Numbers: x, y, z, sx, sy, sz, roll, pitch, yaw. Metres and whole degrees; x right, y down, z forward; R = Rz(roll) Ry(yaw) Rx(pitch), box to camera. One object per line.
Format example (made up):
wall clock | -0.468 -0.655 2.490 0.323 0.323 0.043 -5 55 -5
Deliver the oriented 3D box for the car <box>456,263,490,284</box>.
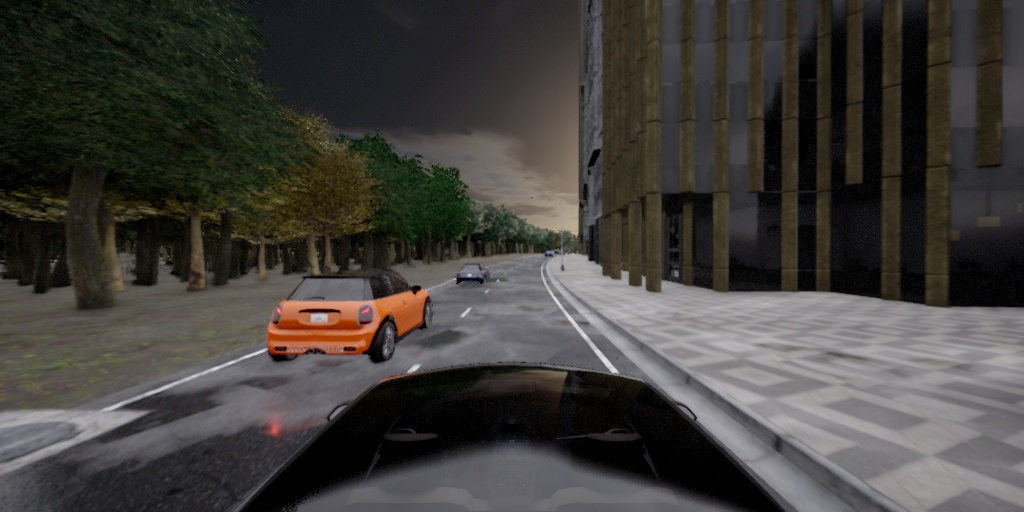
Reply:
car | -2.746 1.207 25.920 1.994 1.385 4.181 0 1 3

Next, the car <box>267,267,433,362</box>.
car | -3.314 1.094 8.349 2.097 1.767 4.553 0 0 1
